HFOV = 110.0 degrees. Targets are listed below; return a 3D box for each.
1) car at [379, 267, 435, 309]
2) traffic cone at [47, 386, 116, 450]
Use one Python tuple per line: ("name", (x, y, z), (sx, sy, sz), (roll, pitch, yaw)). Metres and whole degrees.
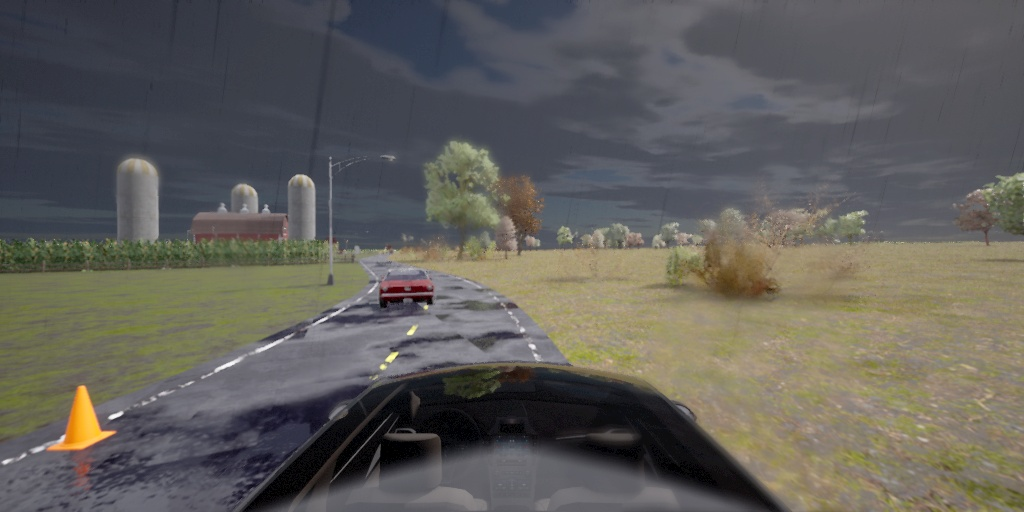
("car", (-4.138, 1.138, 14.081), (1.895, 1.301, 4.718), (0, 1, -18))
("traffic cone", (-4.551, 1.672, 3.804), (0.340, 0.580, 0.340), (0, 0, -3))
